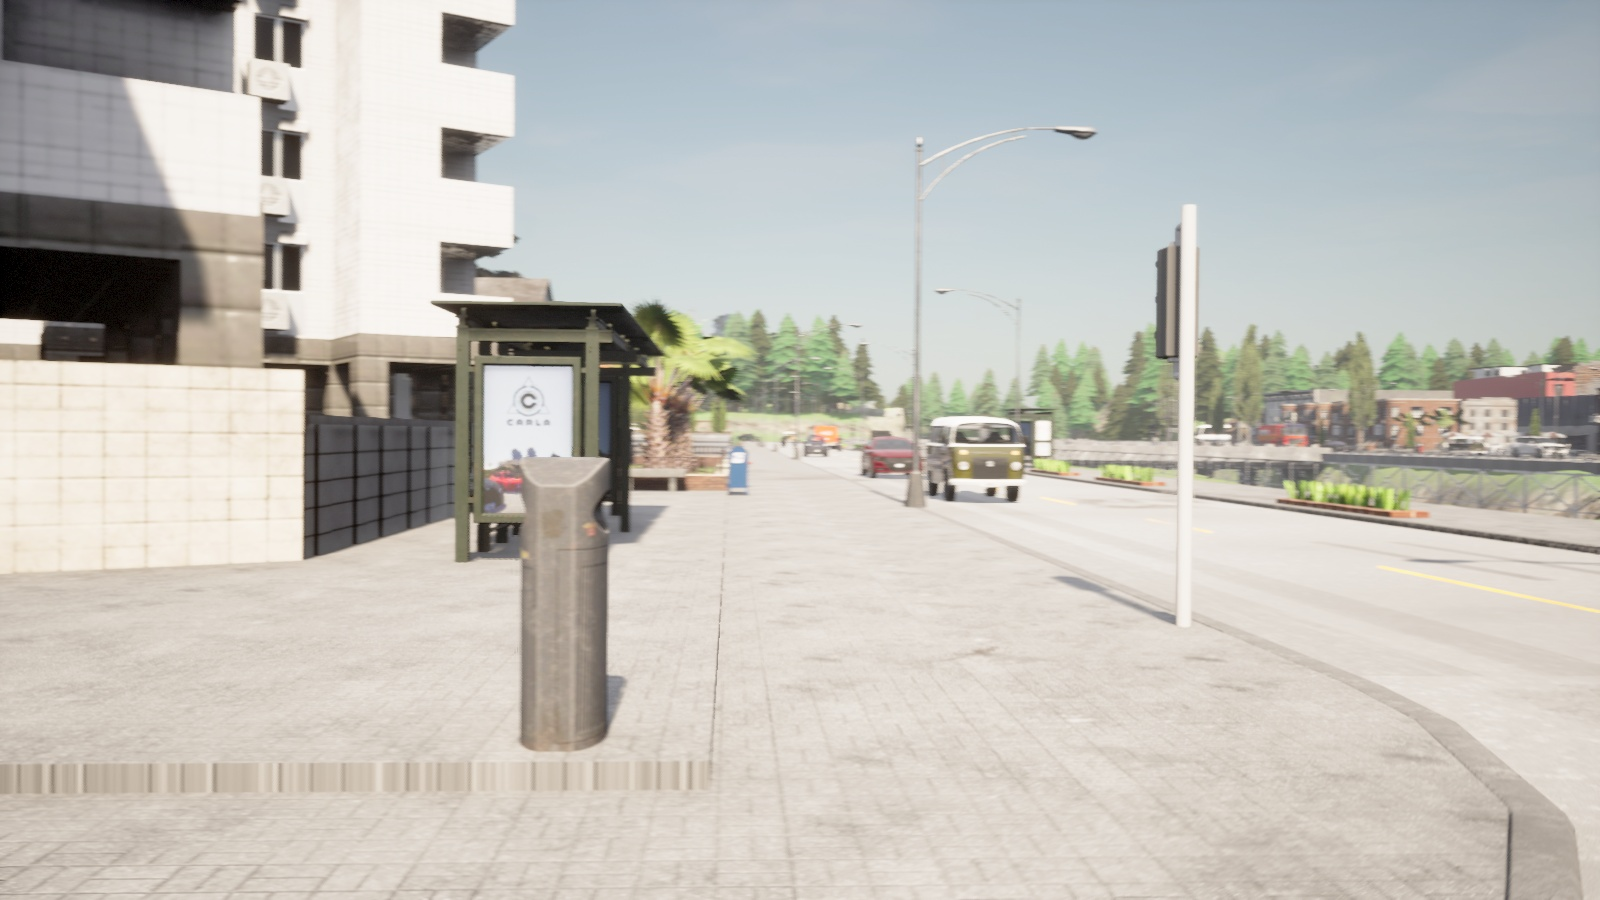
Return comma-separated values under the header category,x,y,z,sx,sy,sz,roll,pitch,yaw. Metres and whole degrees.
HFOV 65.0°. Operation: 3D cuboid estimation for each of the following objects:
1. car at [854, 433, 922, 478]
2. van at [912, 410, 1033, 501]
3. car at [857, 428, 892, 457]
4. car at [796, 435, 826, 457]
category,x,y,z,sx,sy,sz,roll,pitch,yaw
car,3.186,0.163,46.377,1.882,1.535,5.008,-1,1,-3
van,4.109,0.093,30.709,2.069,2.038,4.480,-1,1,-3
car,4.951,-0.510,84.221,1.905,1.878,3.866,-1,1,-3
car,0.739,-0.285,87.734,1.845,1.501,3.633,-1,1,-3
